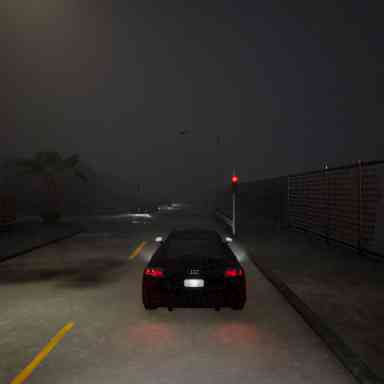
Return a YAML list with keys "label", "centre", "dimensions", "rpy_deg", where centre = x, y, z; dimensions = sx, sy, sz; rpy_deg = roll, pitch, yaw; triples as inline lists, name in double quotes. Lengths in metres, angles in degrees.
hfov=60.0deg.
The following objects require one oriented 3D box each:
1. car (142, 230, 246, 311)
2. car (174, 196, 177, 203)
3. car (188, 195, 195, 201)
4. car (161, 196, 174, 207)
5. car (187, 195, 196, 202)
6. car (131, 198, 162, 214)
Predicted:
- label: "car"
  centre: [0.045, 1.564, 7.827]
  dimensions: [1.994, 1.385, 4.181]
  rpy_deg: [0, 0, 0]
- label: "car"
  centre: [-4.165, 1.492, 69.205]
  dimensions: [2.128, 1.511, 4.902]
  rpy_deg: [0, 0, 0]
- label: "car"
  centre: [-0.205, 1.524, 85.797]
  dimensions: [1.812, 1.442, 4.674]
  rpy_deg: [0, 0, 0]
- label: "car"
  centre: [-4.215, 1.477, 51.857]
  dimensions: [1.882, 1.535, 5.008]
  rpy_deg: [0, 0, 0]
- label: "car"
  centre: [-0.179, 1.524, 75.556]
  dimensions: [1.812, 1.442, 4.674]
  rpy_deg: [0, 0, 0]
- label: "car"
  centre: [-4.945, 1.565, 35.122]
  dimensions: [1.994, 1.385, 4.181]
  rpy_deg: [0, 0, 11]
